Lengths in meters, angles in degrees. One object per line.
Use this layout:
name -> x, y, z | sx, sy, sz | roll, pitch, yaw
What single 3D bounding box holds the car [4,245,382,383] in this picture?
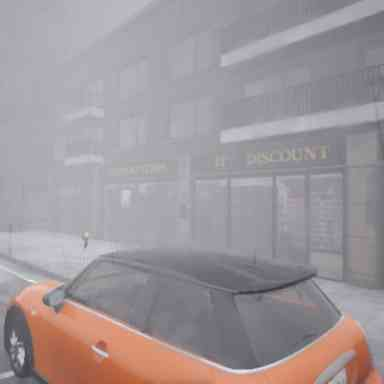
car -> -0.464, 1.425, 3.886 | 4.553, 1.767, 2.097 | -1, -1, 45
